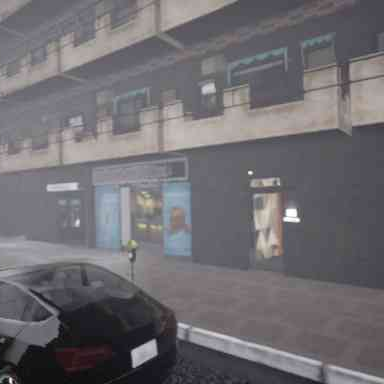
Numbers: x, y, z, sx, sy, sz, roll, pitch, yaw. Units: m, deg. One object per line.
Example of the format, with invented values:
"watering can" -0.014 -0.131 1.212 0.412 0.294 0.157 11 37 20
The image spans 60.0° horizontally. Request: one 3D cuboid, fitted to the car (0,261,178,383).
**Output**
"car" -2.151 1.614 4.426 4.313 1.339 1.947 -1 -2 36
